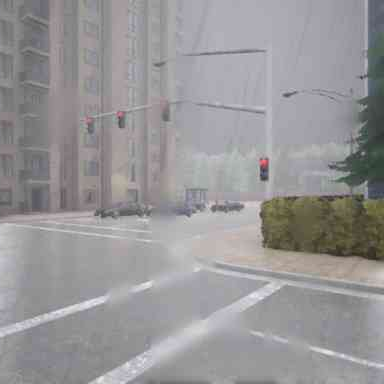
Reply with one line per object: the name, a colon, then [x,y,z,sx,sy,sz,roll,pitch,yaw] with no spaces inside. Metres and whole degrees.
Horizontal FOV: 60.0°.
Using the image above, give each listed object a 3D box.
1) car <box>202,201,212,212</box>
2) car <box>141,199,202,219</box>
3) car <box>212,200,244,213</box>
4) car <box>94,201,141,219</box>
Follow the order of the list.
car: [-0.329,1.492,37.228,2.128,1.511,4.902,0,0,36]
car: [-1.677,1.547,29.435,2.033,1.411,5.357,0,0,36]
car: [3.970,1.601,37.183,1.895,1.301,4.718,0,0,36]
car: [-6.012,1.547,29.424,2.033,1.411,5.357,0,0,36]
